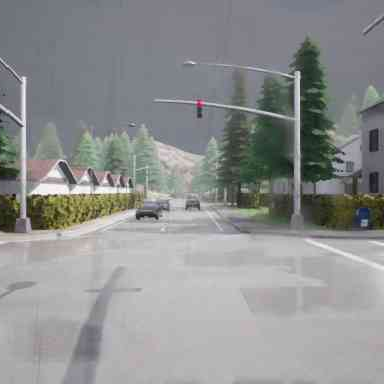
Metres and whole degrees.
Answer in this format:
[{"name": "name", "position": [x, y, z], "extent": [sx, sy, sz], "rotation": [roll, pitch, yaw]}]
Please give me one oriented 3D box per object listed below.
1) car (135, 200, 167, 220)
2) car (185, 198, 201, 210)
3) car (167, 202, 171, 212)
[{"name": "car", "position": [-3.591, 1.557, 28.633], "extent": [2.033, 1.411, 5.357], "rotation": [0, 0, 0]}, {"name": "car", "position": [0.112, 1.519, 43.284], "extent": [1.837, 1.490, 4.892], "rotation": [0, 0, 0]}, {"name": "car", "position": [-3.567, 1.577, 38.551], "extent": [1.994, 1.385, 4.181], "rotation": [0, 0, 1]}]
